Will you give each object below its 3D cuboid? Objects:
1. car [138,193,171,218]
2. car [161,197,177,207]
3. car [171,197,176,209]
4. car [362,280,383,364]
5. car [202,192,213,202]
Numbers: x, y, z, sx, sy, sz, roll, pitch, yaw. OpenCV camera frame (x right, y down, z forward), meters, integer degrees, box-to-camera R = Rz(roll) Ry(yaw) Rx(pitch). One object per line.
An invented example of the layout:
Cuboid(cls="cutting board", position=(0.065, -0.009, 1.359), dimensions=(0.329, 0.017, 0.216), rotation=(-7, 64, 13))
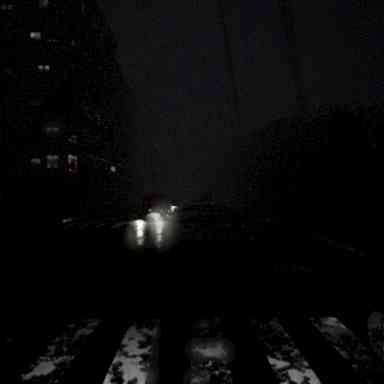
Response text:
Cuboid(cls="car", position=(-3.360, 1.116, 29.567), dimensions=(2.150, 2.045, 5.566), rotation=(0, 0, 0))
Cuboid(cls="car", position=(-3.348, 1.396, 49.356), dimensions=(1.994, 1.385, 4.181), rotation=(0, 0, 0))
Cuboid(cls="car", position=(-3.362, 1.354, 39.482), dimensions=(2.128, 1.511, 4.902), rotation=(0, 0, 0))
Cuboid(cls="car", position=(3.349, 1.481, 2.846), dimensions=(2.128, 1.511, 4.902), rotation=(0, 0, 0))
Cuboid(cls="car", position=(3.225, 0.999, 69.216), dimensions=(2.150, 2.045, 5.566), rotation=(0, 0, 0))
